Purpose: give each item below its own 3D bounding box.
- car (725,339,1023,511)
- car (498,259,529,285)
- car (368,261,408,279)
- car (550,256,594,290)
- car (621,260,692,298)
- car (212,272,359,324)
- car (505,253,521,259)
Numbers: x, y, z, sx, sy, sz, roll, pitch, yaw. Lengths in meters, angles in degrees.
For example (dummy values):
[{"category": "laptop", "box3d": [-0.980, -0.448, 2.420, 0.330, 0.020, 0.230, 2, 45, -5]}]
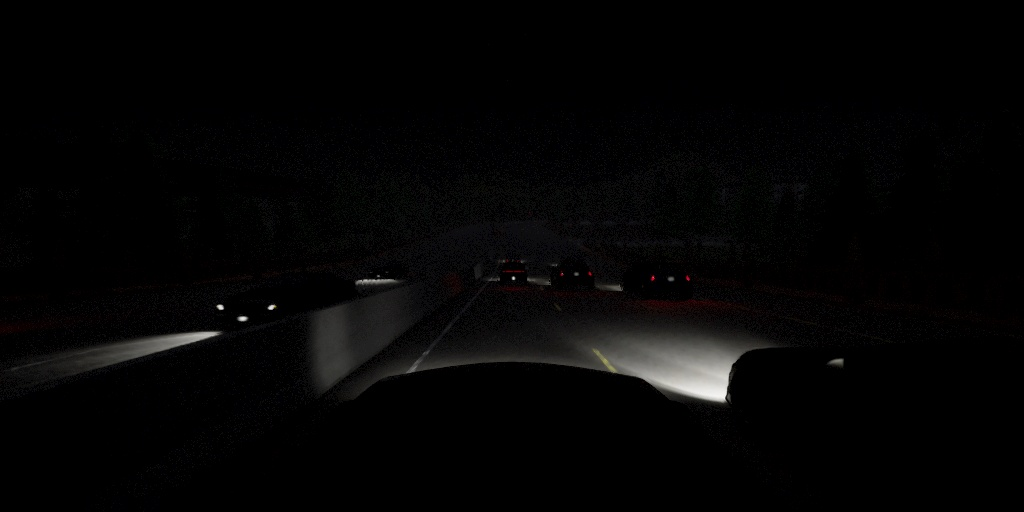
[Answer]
[{"category": "car", "box3d": [3.600, 1.311, 2.676, 1.994, 1.385, 4.181, 0, 0, 0]}, {"category": "car", "box3d": [0.101, 1.172, 25.117, 1.837, 1.490, 4.892, 0, 0, 0]}, {"category": "car", "box3d": [-10.553, 1.136, 31.031, 2.033, 1.411, 5.357, 0, 1, 0]}, {"category": "car", "box3d": [3.601, 1.033, 22.146, 2.097, 1.767, 4.553, 0, 0, 0]}, {"category": "car", "box3d": [7.100, 1.046, 18.120, 2.097, 1.767, 4.553, 0, 0, 0]}, {"category": "car", "box3d": [-7.077, 1.262, 12.091, 2.033, 1.411, 5.357, 0, 0, 0]}, {"category": "car", "box3d": [0.091, 0.351, 45.334, 2.033, 1.411, 5.357, 0, 5, 0]}]
